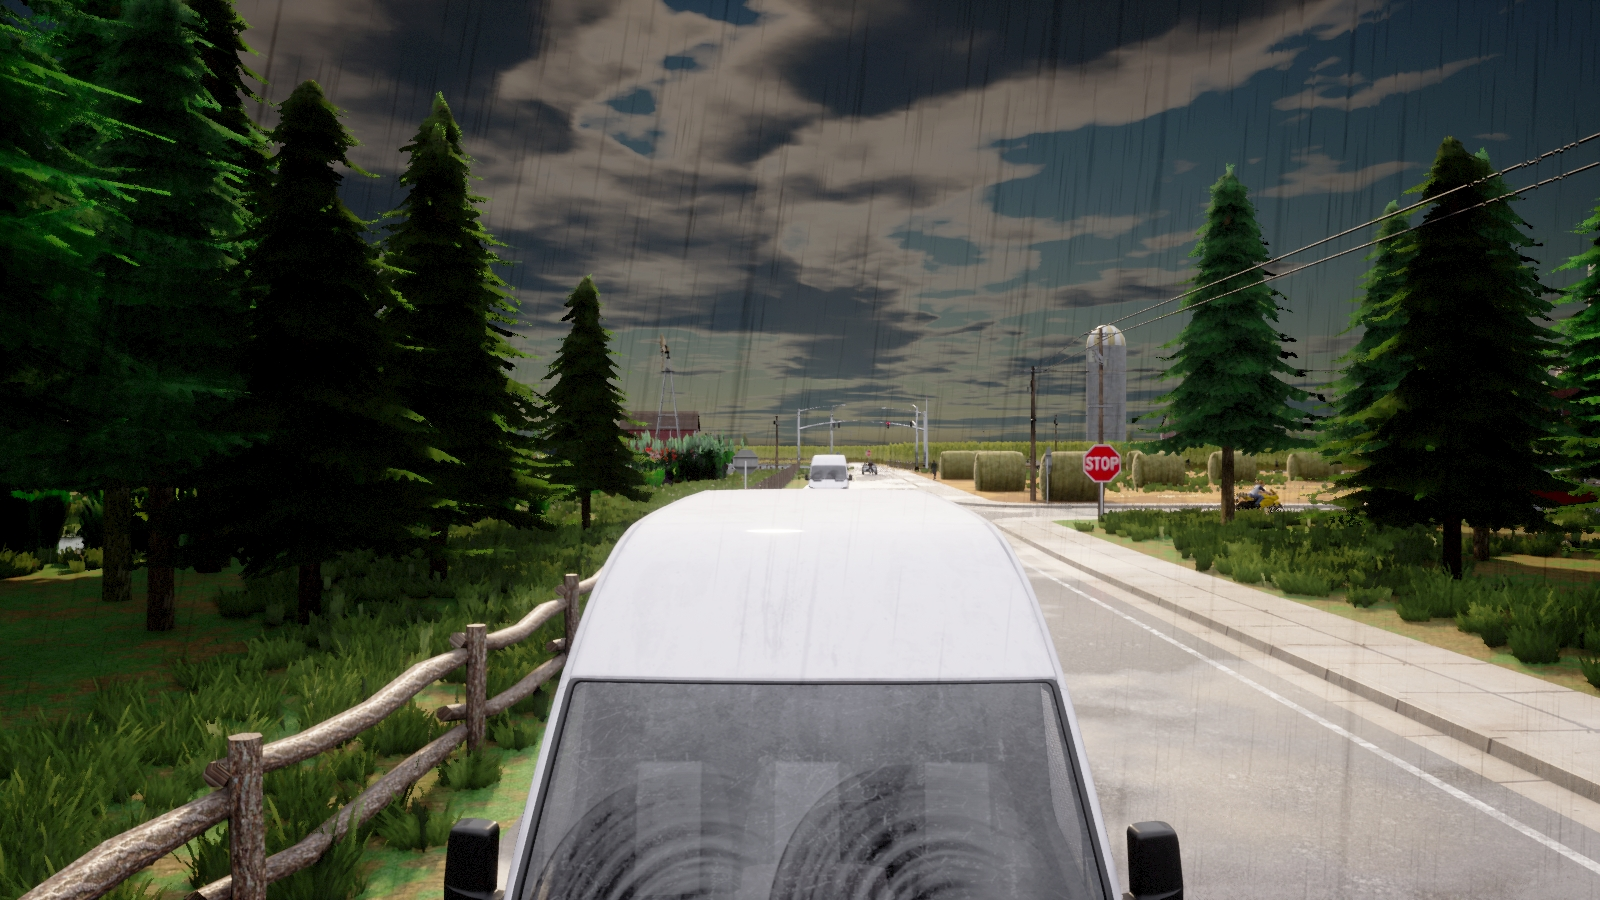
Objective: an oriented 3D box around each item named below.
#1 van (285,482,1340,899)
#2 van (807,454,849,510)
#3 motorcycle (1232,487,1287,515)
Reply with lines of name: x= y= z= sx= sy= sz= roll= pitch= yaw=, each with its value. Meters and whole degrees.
van: x=0.056 y=1.508 z=5.110 sx=1.988 sy=2.561 sz=5.915 roll=0 pitch=0 yaw=1
van: x=1.431 y=1.500 z=56.448 sx=1.988 sy=2.561 sz=5.915 roll=0 pitch=0 yaw=2
motorcycle: x=19.728 y=2.186 z=49.034 sx=2.033 sy=1.199 sz=0.803 roll=0 pitch=0 yaw=-1
